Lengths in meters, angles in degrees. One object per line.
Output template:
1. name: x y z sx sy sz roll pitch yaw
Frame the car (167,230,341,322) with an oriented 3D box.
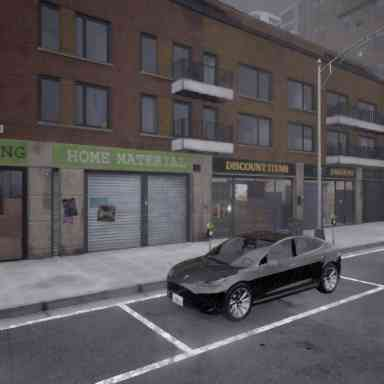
1. car: 1.517 1.566 7.257 4.313 1.339 1.947 0 0 -35
